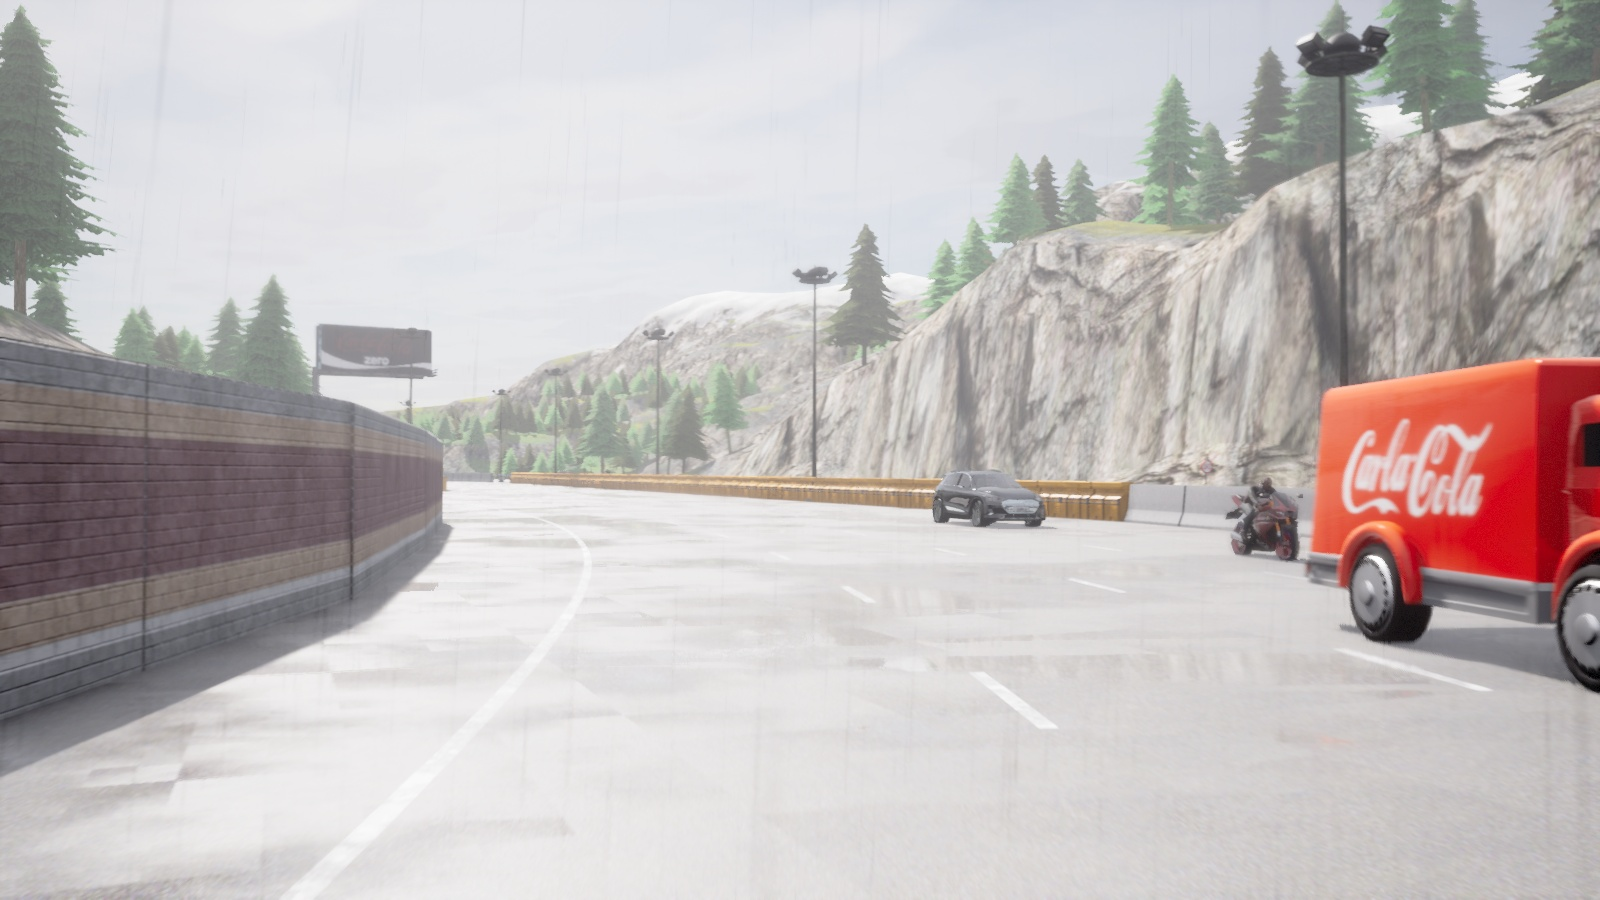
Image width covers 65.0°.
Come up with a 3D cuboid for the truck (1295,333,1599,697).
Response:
[{"bbox_3d":[6.597,0.473,10.389,2.627,2.467,5.204,0,-1,-4],"label":"truck"}]

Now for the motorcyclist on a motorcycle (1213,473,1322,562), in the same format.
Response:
[{"bbox_3d":[8.524,1.198,23.030,0.866,1.530,2.191,0,-1,-10],"label":"motorcyclist on a motorcycle"}]

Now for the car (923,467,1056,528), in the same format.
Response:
[{"bbox_3d":[5.445,1.339,36.900,2.033,1.649,4.856,0,-1,-16],"label":"car"}]
